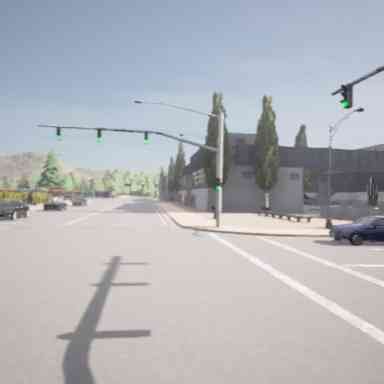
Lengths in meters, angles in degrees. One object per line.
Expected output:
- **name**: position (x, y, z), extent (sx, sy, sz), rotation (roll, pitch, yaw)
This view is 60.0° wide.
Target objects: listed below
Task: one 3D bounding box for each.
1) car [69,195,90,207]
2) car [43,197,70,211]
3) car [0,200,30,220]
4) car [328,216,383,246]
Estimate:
- **car**: position (-18.541, 1.636, 55.002), extent (1.837, 1.490, 4.892), rotation (2, -1, -7)
- **car**: position (-16.590, 1.621, 40.551), extent (1.895, 1.301, 4.718), rotation (2, -1, -8)
- **car**: position (-14.721, 1.423, 27.010), extent (1.837, 1.490, 4.892), rotation (2, -1, -8)
- **car**: position (9.545, 1.968, 17.381), extent (4.674, 1.442, 1.812), rotation (1, -1, -7)
